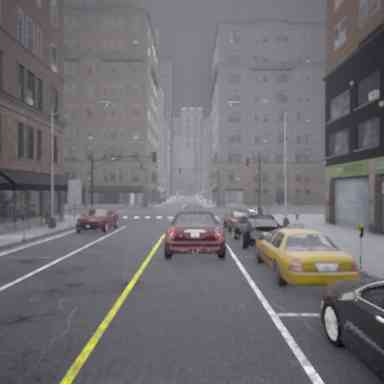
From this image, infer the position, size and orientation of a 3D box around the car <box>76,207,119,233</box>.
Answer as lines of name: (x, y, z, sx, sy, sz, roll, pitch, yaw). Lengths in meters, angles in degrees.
car: (-5.673, 1.639, 20.371, 1.887, 1.381, 4.507, -1, 0, 0)

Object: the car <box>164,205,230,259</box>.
car: (0.103, 1.417, 13.036, 2.097, 1.767, 4.553, 0, 0, 0)

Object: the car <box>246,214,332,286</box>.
car: (2.868, 1.570, 9.369, 1.752, 1.417, 4.829, -1, 0, 0)

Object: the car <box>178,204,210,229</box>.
car: (0.105, 1.656, 23.535, 2.033, 1.411, 5.357, 0, 0, 0)

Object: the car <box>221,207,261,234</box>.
car: (2.873, 1.676, 20.371, 1.802, 1.307, 4.206, -1, 0, 0)

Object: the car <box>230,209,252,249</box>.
car: (2.871, 1.635, 14.786, 1.947, 1.339, 4.313, -1, 0, 0)

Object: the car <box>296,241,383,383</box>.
car: (2.866, 1.568, 3.614, 2.008, 1.369, 4.403, -1, 0, 0)
